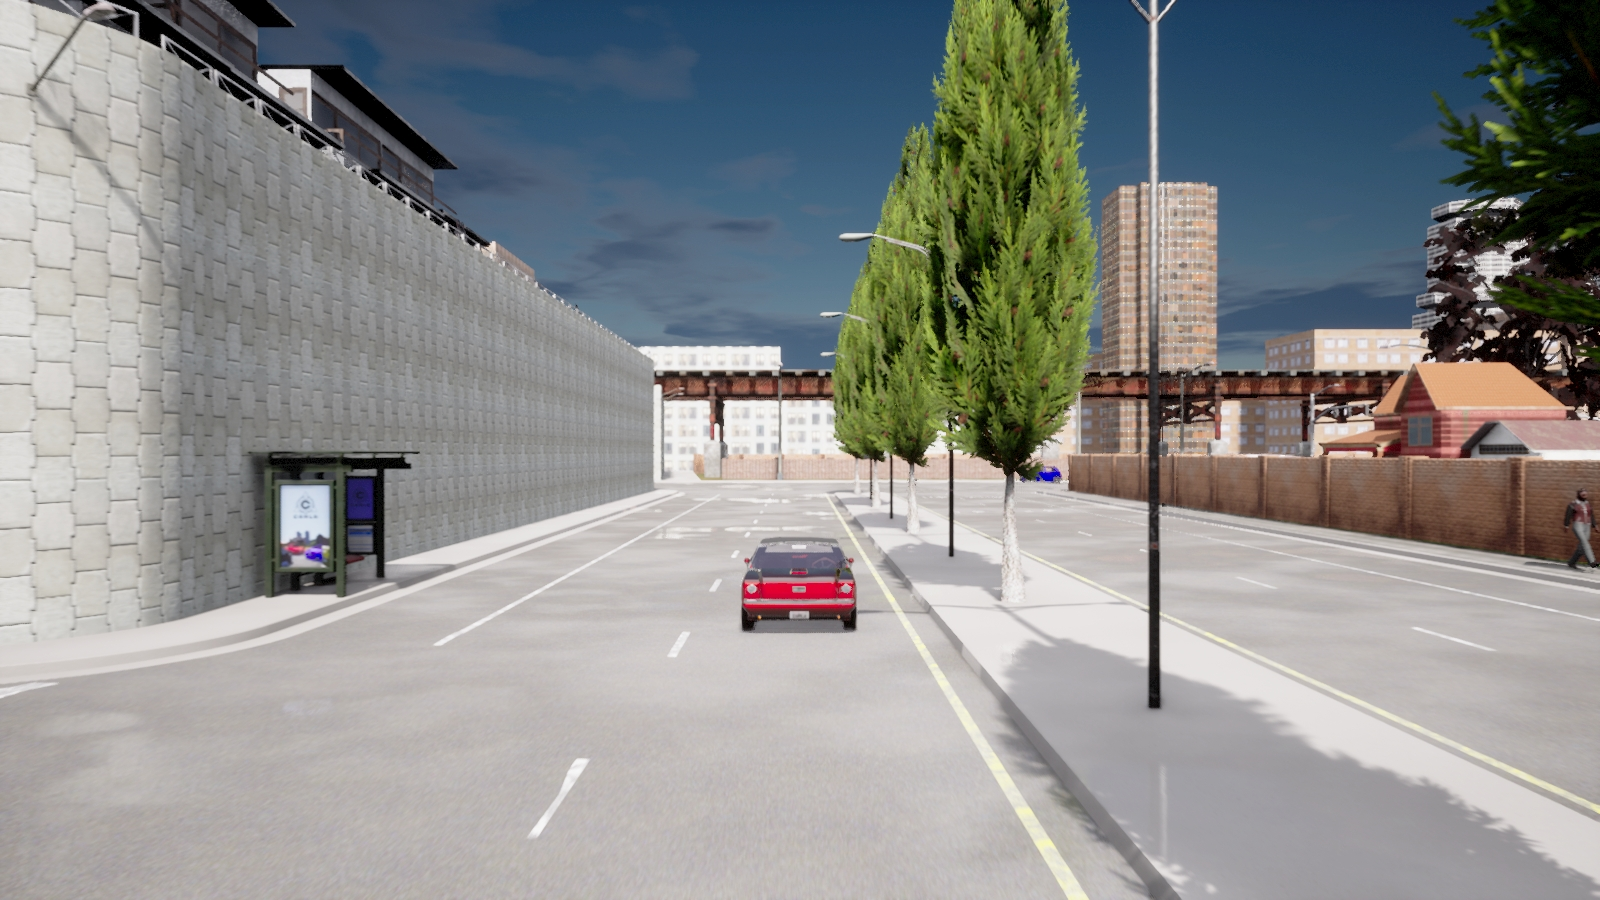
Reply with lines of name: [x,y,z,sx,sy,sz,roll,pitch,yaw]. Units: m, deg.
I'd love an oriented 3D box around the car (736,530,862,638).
car: [-0.017,2.193,19.617,1.895,1.301,4.718,0,0,0]

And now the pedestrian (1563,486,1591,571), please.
pedestrian: [17.196,1.727,25.284,0.375,1.860,0.375,0,0,1]
